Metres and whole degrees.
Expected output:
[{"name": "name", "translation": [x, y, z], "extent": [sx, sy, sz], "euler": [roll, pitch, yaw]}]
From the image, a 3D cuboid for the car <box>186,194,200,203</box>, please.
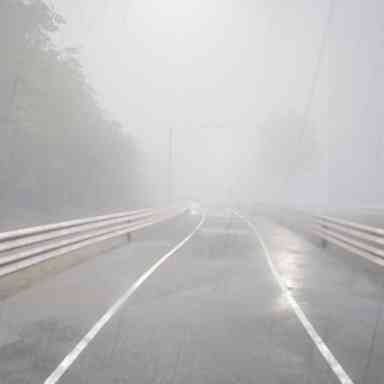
[{"name": "car", "translation": [0.196, 1.292, 69.052], "extent": [2.097, 1.767, 4.553], "euler": [0, 0, -12]}]
